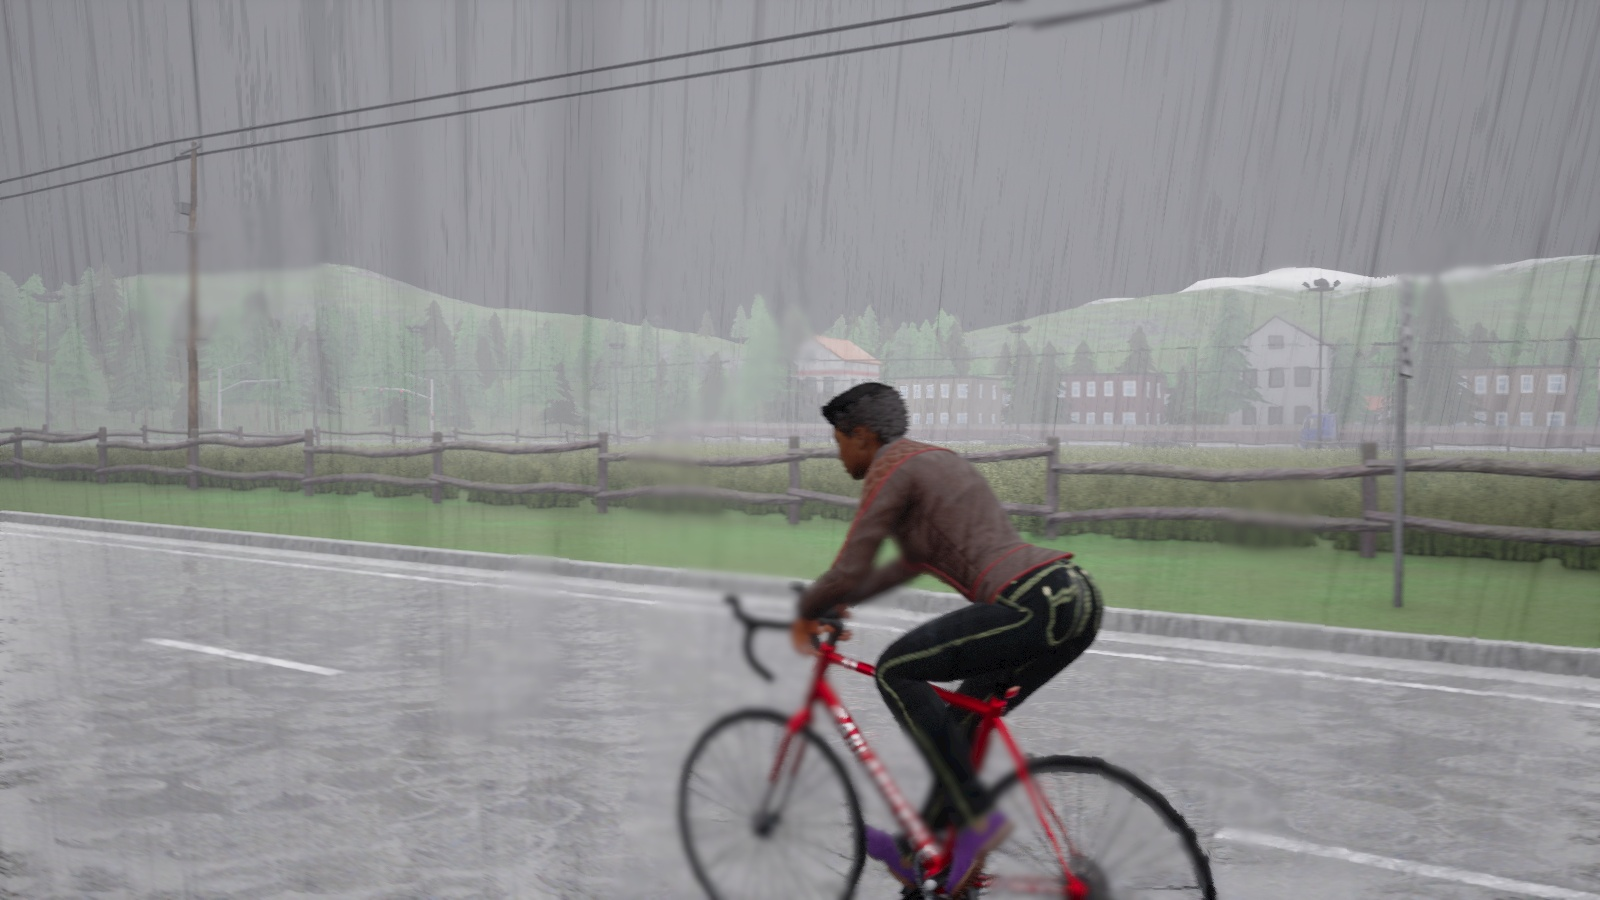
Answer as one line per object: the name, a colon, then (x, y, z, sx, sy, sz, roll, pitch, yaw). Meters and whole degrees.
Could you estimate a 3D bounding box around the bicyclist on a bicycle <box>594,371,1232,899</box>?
bicyclist on a bicycle: (0.259, 0.634, 3.451, 1.656, 1.620, 0.582, 0, 1, 34)
